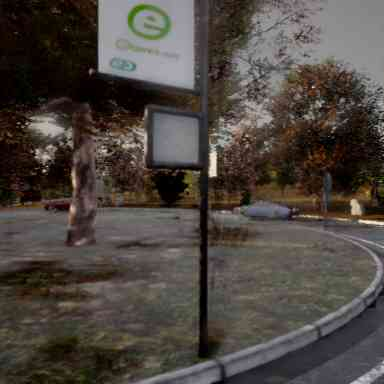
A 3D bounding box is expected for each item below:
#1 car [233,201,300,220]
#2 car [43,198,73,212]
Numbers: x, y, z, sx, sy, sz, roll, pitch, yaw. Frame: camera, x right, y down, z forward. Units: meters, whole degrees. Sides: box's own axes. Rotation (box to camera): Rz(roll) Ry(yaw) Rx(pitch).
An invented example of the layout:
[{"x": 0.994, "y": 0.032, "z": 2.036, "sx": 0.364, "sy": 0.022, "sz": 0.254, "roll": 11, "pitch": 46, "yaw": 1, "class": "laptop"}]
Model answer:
[{"x": 5.883, "y": 1.395, "z": 26.754, "sx": 2.033, "sy": 1.411, "sz": 5.357, "roll": 0, "pitch": 0, "yaw": -44, "class": "car"}, {"x": -11.286, "y": 1.186, "z": 31.111, "sx": 4.718, "sy": 1.301, "sz": 1.895, "roll": 0, "pitch": 1, "yaw": -15, "class": "car"}]
